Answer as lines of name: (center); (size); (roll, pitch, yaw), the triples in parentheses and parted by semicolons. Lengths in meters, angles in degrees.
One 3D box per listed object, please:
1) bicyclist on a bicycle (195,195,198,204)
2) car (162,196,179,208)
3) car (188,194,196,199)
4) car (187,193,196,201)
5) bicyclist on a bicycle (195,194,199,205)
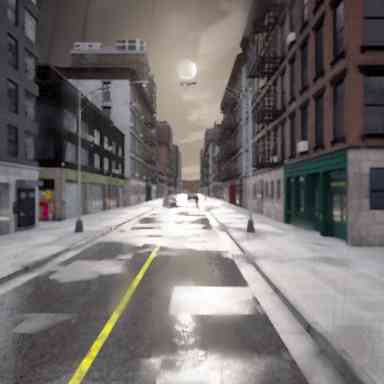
bicyclist on a bicycle: (0.727, 1.265, 56.194); (0.582, 1.620, 1.656); (0, 0, 0)
car: (-2.855, 1.369, 44.115); (1.837, 1.490, 4.892); (0, 0, 0)
car: (-0.046, 1.218, 86.694); (1.895, 1.301, 4.718); (0, 0, 0)
car: (-0.039, 1.048, 75.408); (2.097, 1.767, 4.553); (0, 0, 0)
bicyclist on a bicycle: (0.731, 1.219, 47.578); (0.659, 1.776, 1.843); (0, 0, 0)
